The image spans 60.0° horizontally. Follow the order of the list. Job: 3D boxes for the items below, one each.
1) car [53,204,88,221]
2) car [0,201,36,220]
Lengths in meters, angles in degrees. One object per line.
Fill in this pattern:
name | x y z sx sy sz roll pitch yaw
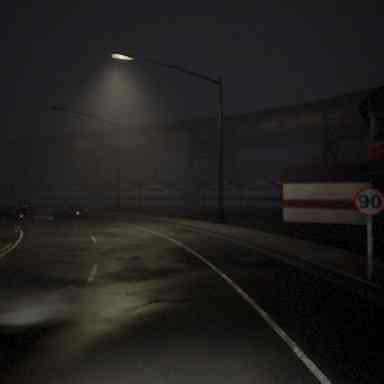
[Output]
car | -10.750 1.744 29.358 1.994 1.385 4.181 0 0 -38
car | -16.473 1.821 30.604 4.718 1.301 1.895 -1 0 45
